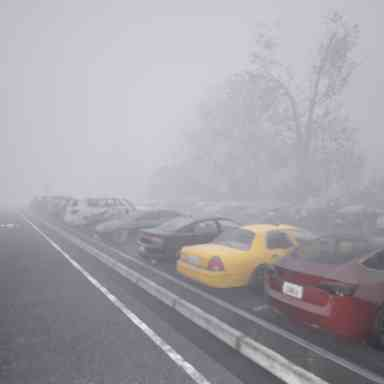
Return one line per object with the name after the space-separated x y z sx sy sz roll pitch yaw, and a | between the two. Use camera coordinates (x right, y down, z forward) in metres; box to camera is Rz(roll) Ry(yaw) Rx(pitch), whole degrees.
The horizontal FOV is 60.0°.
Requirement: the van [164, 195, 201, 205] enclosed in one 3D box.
-0.605 1.412 39.471 4.442 1.987 1.878 0 0 -30 | van

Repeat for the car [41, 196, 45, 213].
-12.019 1.514 32.785 4.553 1.767 2.185 0 0 -30 | car

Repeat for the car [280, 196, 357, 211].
9.063 1.271 22.540 5.566 2.045 2.435 0 0 -30 | car

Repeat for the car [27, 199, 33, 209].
-17.586 1.485 42.517 5.566 2.045 2.435 0 -1 -30 | car

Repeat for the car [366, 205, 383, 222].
11.823 1.538 17.842 4.674 1.452 2.002 0 0 -30 | car

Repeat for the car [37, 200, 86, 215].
-14.797 1.682 37.653 4.892 1.521 2.231 0 0 -30 | car

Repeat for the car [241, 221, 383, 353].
3.525 1.511 6.154 4.792 1.488 2.163 0 0 -30 | car

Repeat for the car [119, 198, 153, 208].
-9.079 1.799 53.863 5.008 1.535 2.097 0 -1 -30 | car

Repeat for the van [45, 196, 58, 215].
-10.685 1.397 30.318 4.442 1.987 1.878 0 0 -30 | van

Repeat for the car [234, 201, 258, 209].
6.265 1.584 27.352 4.792 1.488 2.163 0 0 -30 | car

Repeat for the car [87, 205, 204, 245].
-2.159 1.553 15.818 4.792 1.488 2.163 0 0 -30 | car

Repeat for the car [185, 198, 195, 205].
2.090 1.644 34.591 4.674 1.452 2.002 0 0 -30 | car

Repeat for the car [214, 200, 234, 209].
4.886 1.571 29.772 5.008 1.535 2.097 0 0 -30 | car

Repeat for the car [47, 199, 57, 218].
-9.181 1.607 27.947 4.892 1.521 2.231 0 0 -30 | car

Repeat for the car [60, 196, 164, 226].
-4.927 1.304 20.694 5.566 2.045 2.435 0 0 -30 | car

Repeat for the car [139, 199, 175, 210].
-4.888 1.745 46.636 4.674 1.452 2.002 0 -1 -30 | car

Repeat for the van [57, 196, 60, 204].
-7.668 1.363 25.586 4.442 1.987 1.878 0 0 -30 | van

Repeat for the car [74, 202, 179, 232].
-3.544 1.539 18.249 4.892 1.521 2.231 0 0 -30 | car

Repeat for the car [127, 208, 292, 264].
0.679 1.498 10.981 5.008 1.535 2.097 0 0 -30 | car

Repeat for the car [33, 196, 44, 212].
-13.372 1.409 35.239 5.566 2.045 2.435 0 0 -30 | car

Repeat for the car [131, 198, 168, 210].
-6.282 1.732 49.049 5.008 1.535 2.097 0 -1 -30 | car

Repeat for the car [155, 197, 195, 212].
-2.127 1.532 41.802 4.553 1.767 2.185 0 0 -30 | car

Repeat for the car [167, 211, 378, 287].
2.251 1.486 8.656 5.366 1.575 1.946 0 0 -30 | car

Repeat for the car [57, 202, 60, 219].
-6.364 1.572 23.100 5.008 1.535 2.097 0 0 -30 | car

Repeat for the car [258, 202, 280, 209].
7.715 1.567 24.973 4.792 1.488 2.163 0 0 -30 | car

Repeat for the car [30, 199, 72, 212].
-19.018 1.769 44.921 4.892 1.521 2.231 0 -1 -30 | car

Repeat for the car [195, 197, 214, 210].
3.330 1.585 32.091 5.366 1.575 1.946 0 0 -30 | car

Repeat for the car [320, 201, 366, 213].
10.484 1.510 20.141 5.008 1.535 2.097 0 0 -30 | car
